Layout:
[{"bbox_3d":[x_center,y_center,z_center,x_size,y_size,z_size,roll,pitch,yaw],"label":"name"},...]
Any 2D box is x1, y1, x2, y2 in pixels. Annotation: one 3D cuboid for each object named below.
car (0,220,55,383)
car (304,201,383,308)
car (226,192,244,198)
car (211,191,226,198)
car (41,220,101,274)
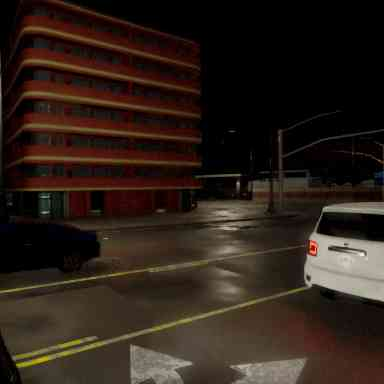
[{"bbox_3d":[-3.674,1.222,1.131,5.566,2.045,2.150,0,0,-35],"label":"car"},{"bbox_3d":[4.767,1.218,7.130,5.566,2.045,2.150,0,0,-35],"label":"car"},{"bbox_3d":[11.360,0.818,85.096,3.806,1.475,1.970,-1,1,-35],"label":"car"},{"bbox_3d":[7.393,0.671,89.321,4.611,1.667,2.242,-1,1,-35],"label":"car"},{"bbox_3d":[-4.877,1.525,9.104,4.674,1.442,1.812,0,0,-35],"label":"car"}]
